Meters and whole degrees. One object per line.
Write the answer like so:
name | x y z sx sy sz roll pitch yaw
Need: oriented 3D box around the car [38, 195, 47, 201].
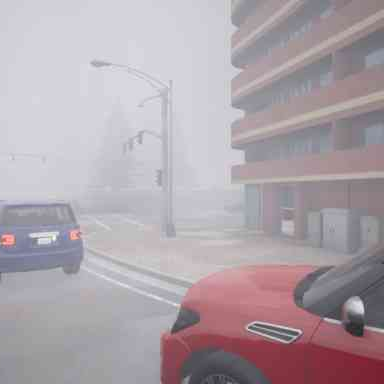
car | -37.098 1.540 82.537 2.033 1.411 5.357 0 0 -23

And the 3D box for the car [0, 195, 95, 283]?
car | -4.965 1.221 9.841 2.150 2.045 5.566 0 0 -36

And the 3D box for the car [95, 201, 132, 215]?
car | -8.914 1.603 34.159 5.357 1.411 2.033 0 0 -17

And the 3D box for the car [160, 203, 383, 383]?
car | 2.322 1.221 2.472 5.566 2.045 2.150 0 0 36

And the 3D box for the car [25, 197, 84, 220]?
car | -11.850 1.388 28.899 4.553 1.767 2.097 0 0 -22

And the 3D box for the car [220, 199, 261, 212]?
car | 5.828 1.581 39.978 4.674 1.442 1.812 0 0 -23

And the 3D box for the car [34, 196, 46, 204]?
car | -29.050 1.477 63.742 1.882 1.535 5.008 0 0 -23

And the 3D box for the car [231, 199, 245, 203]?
car | 5.821 1.656 36.206 4.718 1.301 1.895 0 0 -22
